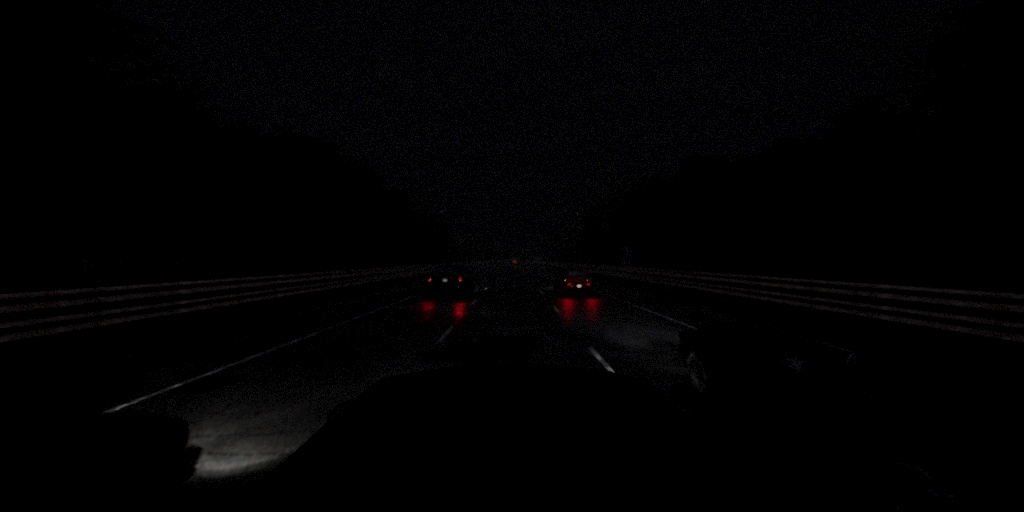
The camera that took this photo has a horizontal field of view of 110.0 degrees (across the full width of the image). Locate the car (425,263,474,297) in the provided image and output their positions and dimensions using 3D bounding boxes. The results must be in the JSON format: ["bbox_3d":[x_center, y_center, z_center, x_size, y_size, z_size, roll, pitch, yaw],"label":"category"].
[{"bbox_3d":[-3.397,1.262,20.287,2.097,1.767,4.553,0,0,0],"label":"car"}]

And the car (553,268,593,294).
[{"bbox_3d":[3.603,1.446,21.528,1.812,1.442,4.674,0,0,0],"label":"car"}]

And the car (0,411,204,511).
[{"bbox_3d":[-3.401,1.287,0.349,2.033,1.411,5.357,0,-1,0],"label":"car"}]

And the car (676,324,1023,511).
[{"bbox_3d":[3.600,1.370,3.737,1.895,1.301,4.718,0,0,0],"label":"car"}]
